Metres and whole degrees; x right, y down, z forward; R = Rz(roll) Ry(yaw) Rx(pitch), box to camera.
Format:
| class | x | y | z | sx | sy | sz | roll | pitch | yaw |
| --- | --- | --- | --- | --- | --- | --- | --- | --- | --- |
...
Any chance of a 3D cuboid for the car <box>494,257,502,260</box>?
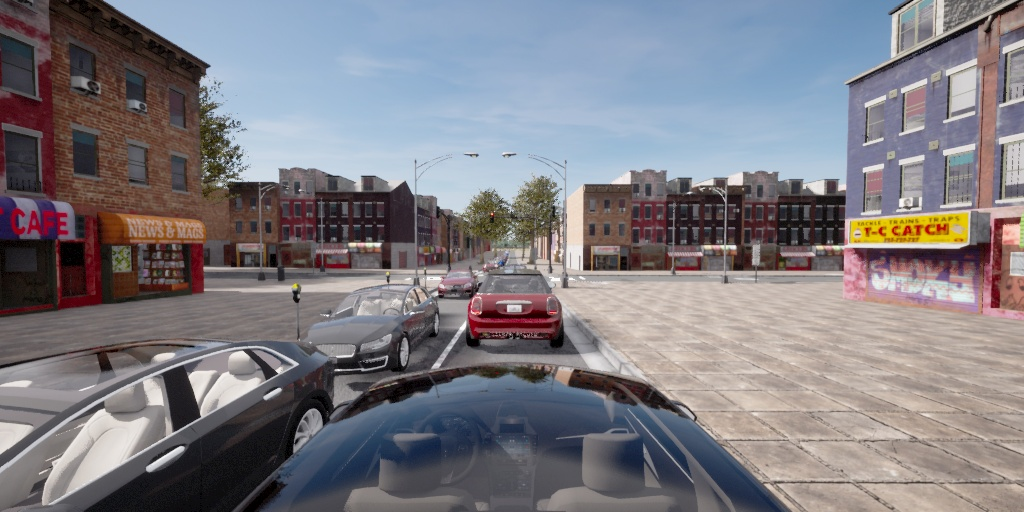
| class | x | y | z | sx | sy | sz | roll | pitch | yaw |
| --- | --- | --- | --- | --- | --- | --- | --- | --- | --- |
| car | -2.578 | 1.233 | 45.116 | 1.967 | 1.591 | 4.097 | 0 | 0 | 0 |

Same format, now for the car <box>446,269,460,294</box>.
| class | x | y | z | sx | sy | sz | roll | pitch | yaw |
| --- | --- | --- | --- | --- | --- | --- | --- | --- | --- |
| car | -2.617 | 1.332 | 18.340 | 1.802 | 1.307 | 4.207 | 0 | 0 | 0 |

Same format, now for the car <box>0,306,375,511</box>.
| class | x | y | z | sx | sy | sz | roll | pitch | yaw |
| --- | --- | --- | --- | --- | --- | --- | --- | --- | --- |
| car | -2.640 | 1.300 | 1.998 | 2.007 | 1.370 | 4.403 | 0 | 0 | 0 |

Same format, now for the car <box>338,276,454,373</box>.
| class | x | y | z | sx | sy | sz | roll | pitch | yaw |
| --- | --- | --- | --- | --- | --- | --- | --- | --- | --- |
| car | -2.632 | 1.298 | 7.446 | 2.007 | 1.370 | 4.403 | 0 | 0 | 0 |

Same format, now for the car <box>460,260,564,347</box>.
| class | x | y | z | sx | sy | sz | roll | pitch | yaw |
| --- | --- | --- | --- | --- | --- | --- | --- | --- | --- |
| car | 0.109 | 1.099 | 9.491 | 2.097 | 1.767 | 4.553 | 0 | 0 | 2 |
